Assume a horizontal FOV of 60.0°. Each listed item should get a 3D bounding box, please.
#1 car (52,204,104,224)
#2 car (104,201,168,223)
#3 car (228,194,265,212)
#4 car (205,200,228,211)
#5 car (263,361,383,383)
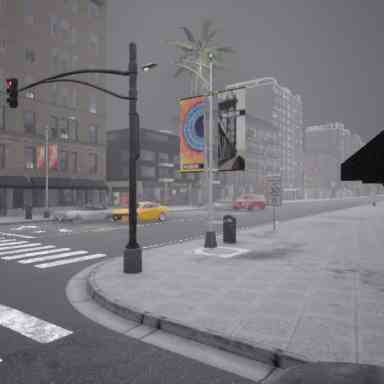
[{"bbox_3d":[-7.920,1.619,24.995,1.895,1.301,4.718,0,0,35],"label":"car"},{"bbox_3d":[-3.868,1.505,25.109,1.882,1.535,5.008,0,0,35],"label":"car"},{"bbox_3d":[7.048,1.286,40.575,2.150,2.045,5.566,0,0,35],"label":"car"},{"bbox_3d":[3.482,1.657,41.161,1.895,1.301,4.718,0,0,35],"label":"car"},{"bbox_3d":[2.187,1.551,1.288,4.403,1.369,2.008,0,0,35],"label":"car"}]
